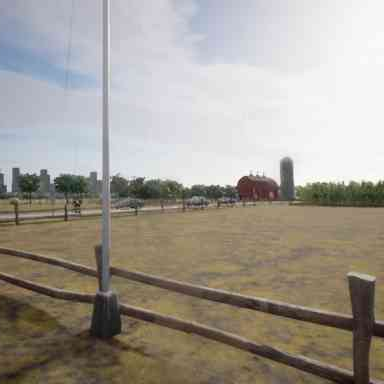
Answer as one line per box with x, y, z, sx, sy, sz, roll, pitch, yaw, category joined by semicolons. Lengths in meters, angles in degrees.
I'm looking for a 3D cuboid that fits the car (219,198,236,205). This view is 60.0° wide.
6.575;1.734;62.428;1.895;1.301;4.718;-2;-2;35;car

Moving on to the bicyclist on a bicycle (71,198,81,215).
-11.187;1.441;32.038;1.656;1.620;0.582;0;0;35;bicyclist on a bicycle

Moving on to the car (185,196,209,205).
0.932;1.467;59.252;1.882;1.535;5.008;-2;-2;35;car

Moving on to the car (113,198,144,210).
-8.753;1.653;45.779;1.837;1.490;4.892;-2;-1;35;car

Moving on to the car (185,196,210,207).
0.852;1.632;54.291;2.033;1.411;5.357;-2;-1;36;car
